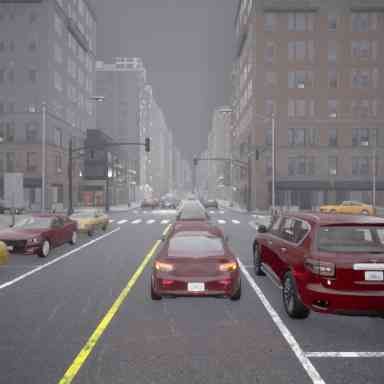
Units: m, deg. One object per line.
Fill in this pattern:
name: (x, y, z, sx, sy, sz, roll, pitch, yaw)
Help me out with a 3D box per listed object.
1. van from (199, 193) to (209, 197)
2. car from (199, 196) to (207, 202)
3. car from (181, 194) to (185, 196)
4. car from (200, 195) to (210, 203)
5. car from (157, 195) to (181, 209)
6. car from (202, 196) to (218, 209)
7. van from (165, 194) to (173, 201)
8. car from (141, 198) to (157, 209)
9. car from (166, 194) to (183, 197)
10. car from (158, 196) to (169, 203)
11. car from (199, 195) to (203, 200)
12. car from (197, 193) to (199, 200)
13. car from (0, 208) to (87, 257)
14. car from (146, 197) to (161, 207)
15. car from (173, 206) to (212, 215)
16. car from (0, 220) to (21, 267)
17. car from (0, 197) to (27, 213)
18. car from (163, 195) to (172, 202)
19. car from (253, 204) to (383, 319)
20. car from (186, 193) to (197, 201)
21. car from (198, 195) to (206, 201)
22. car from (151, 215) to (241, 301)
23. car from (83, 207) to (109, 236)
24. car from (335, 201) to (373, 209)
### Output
van: (2.667, 1.358, 62.568, 1.690, 1.788, 3.998, 1, 0, 0)
car: (2.661, 1.608, 79.588, 1.802, 1.307, 4.206, 1, 0, 0)
car: (-3.043, 1.566, 65.744, 2.033, 1.411, 5.357, 0, 0, 1)
car: (2.666, 1.594, 51.221, 1.802, 1.307, 4.206, 1, 0, 0)
car: (-3.092, 1.502, 45.464, 2.128, 1.511, 4.902, 0, 0, 1)
car: (2.668, 1.592, 45.548, 1.802, 1.307, 4.206, 1, 0, 0)
van: (-5.863, 1.370, 85.265, 1.690, 1.788, 3.998, 1, 0, 0)
car: (-5.858, 1.555, 45.555, 1.887, 1.381, 4.507, 1, 0, 0)
car: (-3.098, 1.561, 55.315, 2.033, 1.411, 5.357, 0, 0, 0)
car: (-5.862, 1.601, 68.247, 1.802, 1.307, 4.206, 1, 0, 0)
car: (2.665, 1.596, 56.894, 1.802, 1.307, 4.206, 1, 0, 0)
car: (2.666, 1.334, 68.241, 2.192, 1.841, 5.009, 1, 0, 0)
car: (-5.852, 1.547, 12.911, 1.887, 1.381, 4.507, 1, 0, 0)
car: (-5.859, 1.557, 51.228, 1.887, 1.381, 4.507, 1, 0, 0)
car: (0.060, 1.605, 17.413, 1.895, 1.301, 4.718, 0, 0, 0)
car: (-5.850, 1.527, 7.116, 1.752, 1.417, 4.829, 1, 0, 0)
car: (-17.266, 1.198, 29.723, 4.553, 1.767, 2.097, 1, -1, 0)
car: (-5.863, 1.466, 79.592, 1.967, 1.590, 4.097, 1, 0, 0)
car: (2.678, 1.316, 7.279, 2.192, 1.841, 5.009, 1, 0, 0)
car: (-0.015, 1.569, 85.281, 2.033, 1.411, 5.357, 0, 0, 0)
car: (2.659, 1.599, 90.934, 1.947, 1.339, 4.313, 1, 0, 0)
car: (0.084, 1.527, 8.235, 1.812, 1.442, 4.674, 0, 0, 0)
car: (-5.852, 1.529, 18.365, 1.752, 1.417, 4.829, 1, 0, 0)
car: (15.118, 1.641, 32.745, 5.008, 1.535, 1.882, 0, -1, 1)
